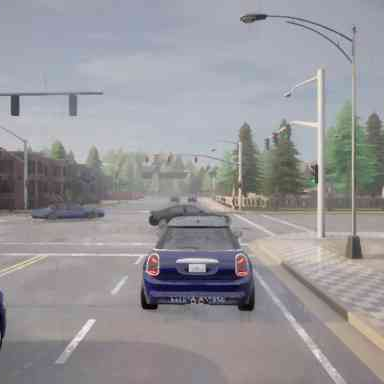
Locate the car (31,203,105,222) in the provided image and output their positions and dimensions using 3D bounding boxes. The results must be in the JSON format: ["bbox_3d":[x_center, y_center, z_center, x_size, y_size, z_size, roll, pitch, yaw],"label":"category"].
[{"bbox_3d":[-9.742,1.547,26.238,5.357,1.411,2.033,0,0,-28],"label":"car"}]

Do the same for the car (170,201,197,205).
[{"bbox_3d":[-0.140,1.477,20.254,5.008,1.535,1.882,0,0,1],"label":"car"}]

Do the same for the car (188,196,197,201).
[{"bbox_3d":[0.067,1.505,68.241,1.837,1.490,4.892,0,0,0],"label":"car"}]

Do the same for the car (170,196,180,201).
[{"bbox_3d":[-3.433,1.505,68.244,1.837,1.490,4.892,0,0,0],"label":"car"}]

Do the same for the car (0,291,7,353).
[{"bbox_3d":[-3.440,1.478,2.501,1.882,1.535,5.008,0,0,0],"label":"car"}]

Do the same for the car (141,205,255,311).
[{"bbox_3d":[0.162,1.352,7.953,2.097,1.767,4.553,0,0,2],"label":"car"}]
